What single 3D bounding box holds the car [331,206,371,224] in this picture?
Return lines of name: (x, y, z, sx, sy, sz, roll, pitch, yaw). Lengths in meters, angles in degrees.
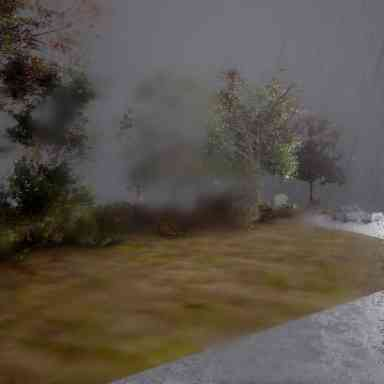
car: (13.026, 1.874, 27.437, 1.895, 1.301, 4.718, 0, 0, 9)
